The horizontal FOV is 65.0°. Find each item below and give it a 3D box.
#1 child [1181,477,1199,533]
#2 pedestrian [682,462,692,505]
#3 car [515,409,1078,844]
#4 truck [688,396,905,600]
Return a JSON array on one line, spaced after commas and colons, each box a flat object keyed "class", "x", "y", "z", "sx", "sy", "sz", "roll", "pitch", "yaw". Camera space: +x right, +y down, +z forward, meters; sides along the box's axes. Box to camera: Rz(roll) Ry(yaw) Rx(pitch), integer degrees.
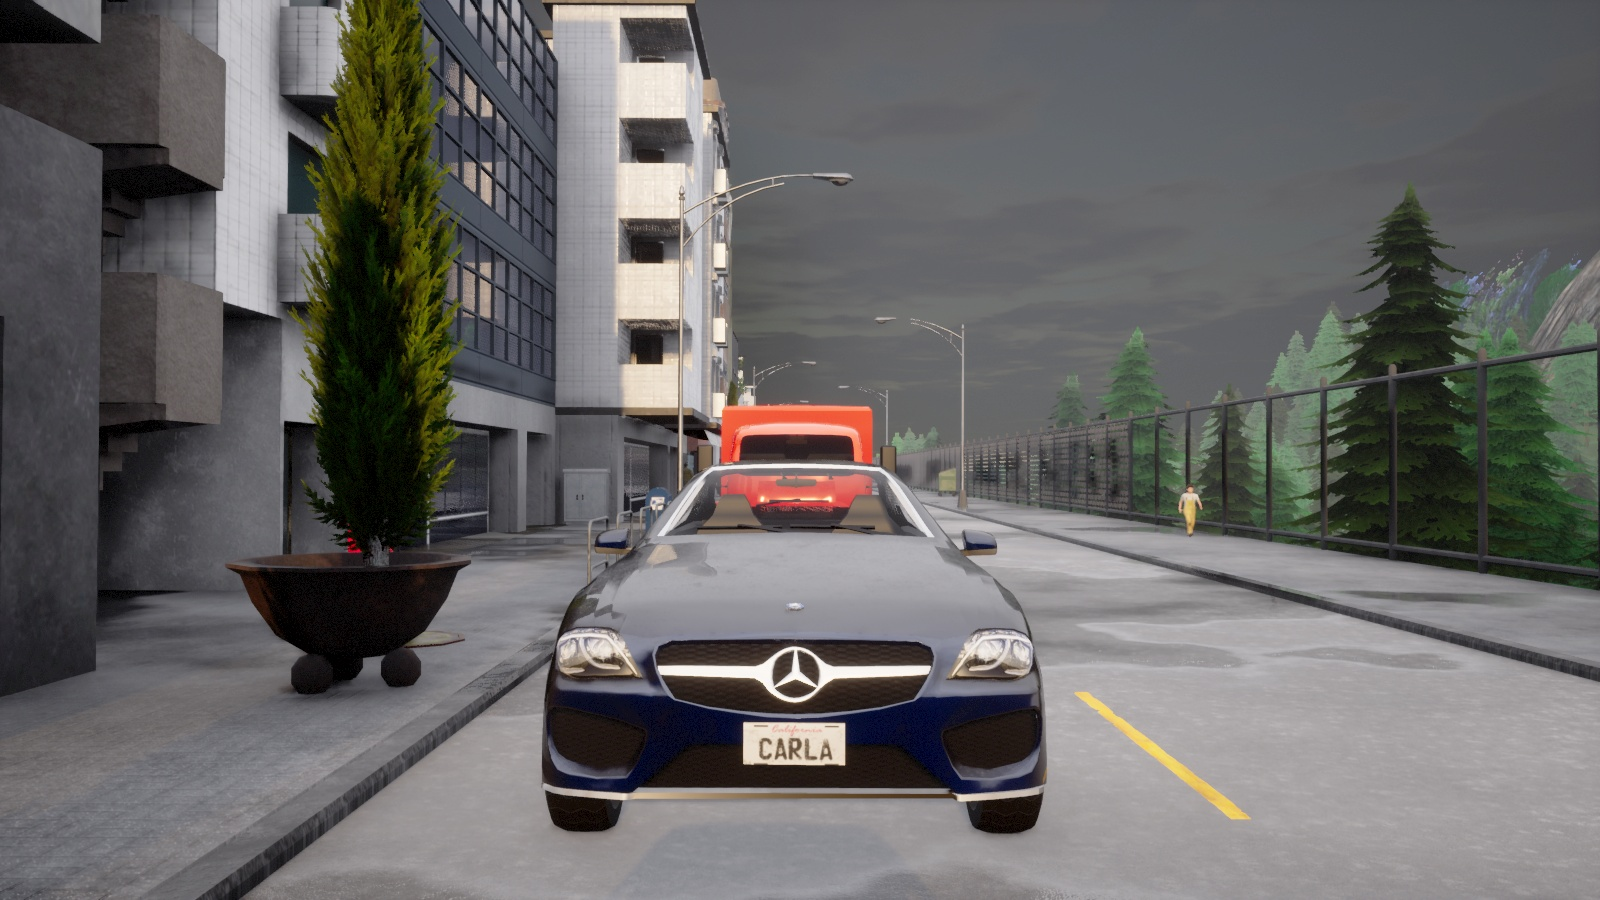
[{"class": "child", "x": 8.865, "y": 1.247, "z": 28.527, "sx": 0.270, "sy": 1.263, "sz": 0.437, "roll": 0, "pitch": -1, "yaw": 2}, {"class": "pedestrian", "x": -4.890, "y": 1.451, "z": 54.147, "sx": 0.370, "sy": 1.835, "sz": 0.726, "roll": 0, "pitch": -1, "yaw": -10}, {"class": "car", "x": -0.018, "y": 0.716, "z": 7.321, "sx": 2.152, "sy": 1.651, "sz": 5.027, "roll": 0, "pitch": -1, "yaw": 0}, {"class": "truck", "x": -0.046, "y": 0.628, "z": 17.871, "sx": 2.627, "sy": 2.467, "sz": 5.204, "roll": 0, "pitch": -1, "yaw": 0}]
